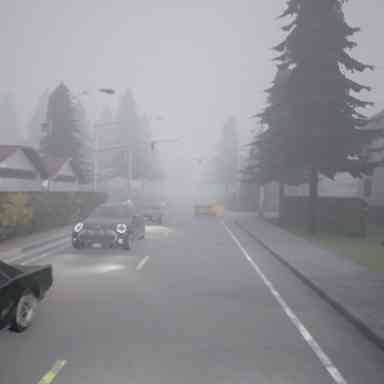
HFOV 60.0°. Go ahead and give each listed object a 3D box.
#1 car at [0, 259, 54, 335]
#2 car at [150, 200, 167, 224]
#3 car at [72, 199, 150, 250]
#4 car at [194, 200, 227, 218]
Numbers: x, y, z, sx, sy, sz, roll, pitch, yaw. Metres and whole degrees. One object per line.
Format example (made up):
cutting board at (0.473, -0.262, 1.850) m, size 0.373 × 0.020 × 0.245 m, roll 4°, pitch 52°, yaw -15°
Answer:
car at (-3.544, 1.527, 3.965) m, size 1.895 × 1.301 × 4.718 m, roll 1°, pitch 0°, yaw 1°
car at (-2.965, 1.563, 24.036) m, size 1.994 × 1.385 × 4.181 m, roll 1°, pitch 0°, yaw 1°
car at (-3.282, 1.291, 13.919) m, size 2.097 × 1.767 × 4.553 m, roll 1°, pitch 0°, yaw 1°
car at (1.783, 1.527, 31.320) m, size 1.882 × 1.535 × 5.008 m, roll 1°, pitch 0°, yaw 21°
